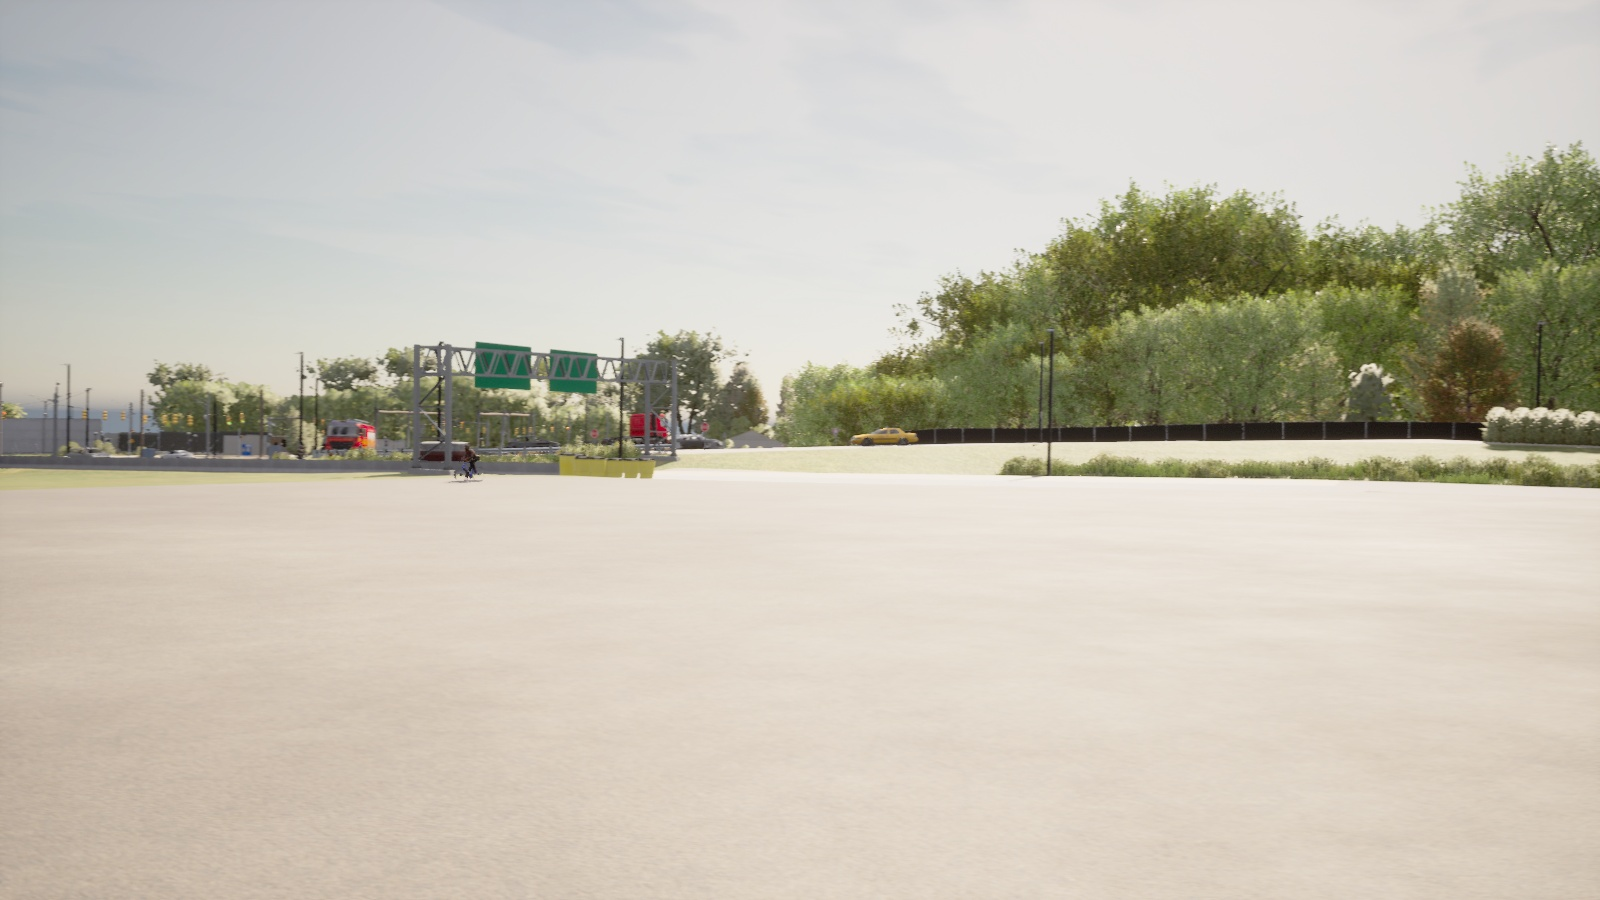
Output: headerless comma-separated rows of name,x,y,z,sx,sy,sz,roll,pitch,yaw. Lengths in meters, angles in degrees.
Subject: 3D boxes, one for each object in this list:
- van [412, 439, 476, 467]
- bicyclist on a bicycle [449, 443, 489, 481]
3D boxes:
van,-25.825,0.193,91.042,4.442,1.987,1.775,1,1,26
bicyclist on a bicycle,-14.544,0.515,55.248,0.582,1.620,1.656,2,2,37
